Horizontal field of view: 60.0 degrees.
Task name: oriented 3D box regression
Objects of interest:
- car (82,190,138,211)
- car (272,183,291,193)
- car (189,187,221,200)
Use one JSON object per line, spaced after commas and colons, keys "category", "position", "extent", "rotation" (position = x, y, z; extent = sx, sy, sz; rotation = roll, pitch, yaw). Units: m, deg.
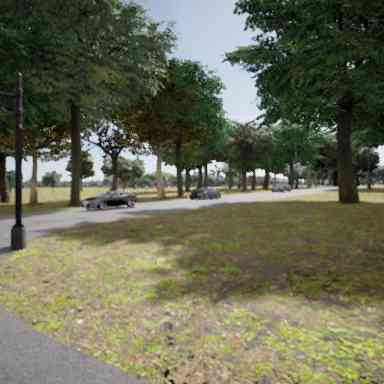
{"category": "car", "position": [-6.633, 0.632, 27.171], "extent": [2.128, 1.511, 4.902], "rotation": [0, 2, 37]}
{"category": "car", "position": [14.756, -0.683, 54.838], "extent": [2.128, 1.511, 4.902], "rotation": [0, 2, 38]}
{"category": "car", "position": [1.502, 0.180, 37.755], "extent": [1.994, 1.385, 4.181], "rotation": [0, 2, 38]}
